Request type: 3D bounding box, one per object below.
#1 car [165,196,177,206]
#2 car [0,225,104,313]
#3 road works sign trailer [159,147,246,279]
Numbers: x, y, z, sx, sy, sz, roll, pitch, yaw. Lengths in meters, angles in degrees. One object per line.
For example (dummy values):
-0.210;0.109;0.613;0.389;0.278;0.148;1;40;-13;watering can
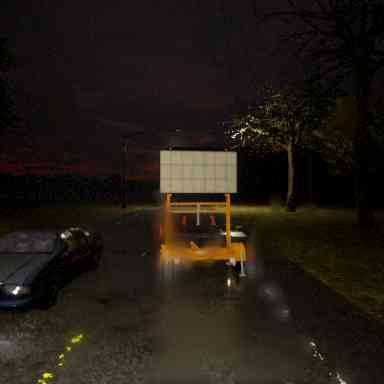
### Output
-3.603;1.529;57.585;1.882;1.535;5.008;0;0;0;car
-3.615;1.544;8.082;2.033;1.411;5.357;0;0;0;car
0.177;0.461;10.120;2.380;3.560;2.880;0;0;-8;road works sign trailer
